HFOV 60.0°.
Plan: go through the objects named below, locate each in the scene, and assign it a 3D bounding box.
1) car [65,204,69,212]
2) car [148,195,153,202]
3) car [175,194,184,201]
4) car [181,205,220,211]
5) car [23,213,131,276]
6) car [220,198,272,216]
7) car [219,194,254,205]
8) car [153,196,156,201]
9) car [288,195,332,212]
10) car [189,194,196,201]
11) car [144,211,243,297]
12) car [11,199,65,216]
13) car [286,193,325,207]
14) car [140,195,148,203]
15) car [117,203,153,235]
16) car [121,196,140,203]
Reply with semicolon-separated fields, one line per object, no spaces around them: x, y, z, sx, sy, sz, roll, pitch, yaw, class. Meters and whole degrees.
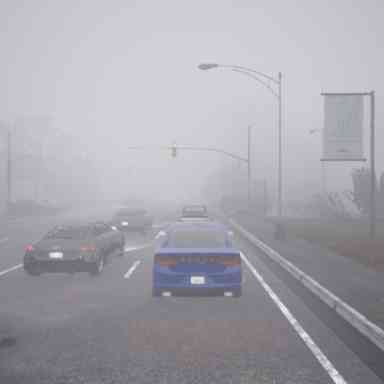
-15.819;1.509;36.336;4.674;1.442;1.812;0;0;3;car
-10.390;1.490;74.392;1.812;1.442;4.674;0;0;0;car
-3.372;1.310;85.969;2.097;1.767;4.553;0;0;0;car
0.127;1.483;18.110;2.128;1.511;4.902;0;0;0;car
-3.395;1.559;10.385;1.994;1.385;4.181;0;0;1;car
5.063;1.549;31.616;4.181;1.385;1.994;0;0;3;car
5.543;1.205;35.096;5.566;2.045;2.150;0;0;3;car
-10.374;1.511;84.418;1.994;1.385;4.181;0;0;0;car
14.071;1.460;38.306;5.008;1.535;1.882;0;0;3;car
0.127;1.494;85.577;2.033;1.411;5.357;0;0;0;car
0.112;1.474;8.611;1.882;1.535;5.008;0;0;0;car
-15.084;1.463;31.772;5.008;1.535;1.882;0;0;19;car
14.784;1.202;41.790;5.566;2.045;2.150;0;0;2;car
-10.430;1.534;64.788;1.994;1.385;4.181;0;0;2;car
-3.373;1.555;18.768;1.994;1.385;4.181;0;0;0;car
-10.503;1.466;55.436;2.128;1.511;4.902;0;0;0;car
